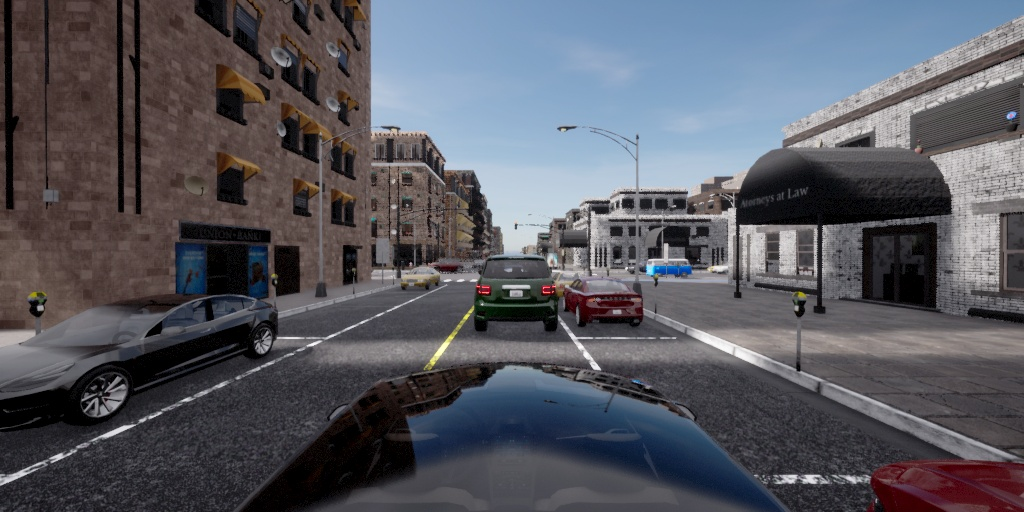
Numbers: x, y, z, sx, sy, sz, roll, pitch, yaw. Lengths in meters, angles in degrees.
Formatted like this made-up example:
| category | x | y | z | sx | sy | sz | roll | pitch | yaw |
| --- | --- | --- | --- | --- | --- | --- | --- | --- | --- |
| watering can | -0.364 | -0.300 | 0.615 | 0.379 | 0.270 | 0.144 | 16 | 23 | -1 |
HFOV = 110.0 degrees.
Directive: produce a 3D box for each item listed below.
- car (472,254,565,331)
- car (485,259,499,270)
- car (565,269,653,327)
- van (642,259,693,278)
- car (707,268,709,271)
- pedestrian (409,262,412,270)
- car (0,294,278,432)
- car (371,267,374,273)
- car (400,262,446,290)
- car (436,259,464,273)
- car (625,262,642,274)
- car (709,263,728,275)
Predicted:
| category | x | y | z | sx | sy | sz | roll | pitch | yaw |
| --- | --- | --- | --- | --- | --- | --- | --- | --- | --- |
| car | 0.105 | 0.972 | 11.076 | 2.150 | 2.045 | 5.566 | 0 | 0 | 0 |
| car | -3.046 | 1.283 | 54.813 | 1.837 | 1.490 | 4.892 | 0 | 0 | 0 |
| car | 2.697 | 1.295 | 11.404 | 1.888 | 1.381 | 4.507 | 0 | 0 | 0 |
| van | 14.682 | 1.166 | 33.558 | 3.998 | 1.789 | 1.690 | 0 | 0 | 0 |
| car | 25.518 | 1.324 | 42.010 | 4.829 | 1.417 | 1.751 | 0 | 0 | 0 |
| pedestrian | -12.595 | 1.215 | 44.699 | 0.500 | 1.100 | 0.500 | 0 | 0 | 0 |
| car | -5.688 | 1.315 | 5.720 | 1.948 | 1.339 | 4.313 | 0 | 0 | 0 |
| car | -16.453 | 1.346 | 35.938 | 4.718 | 1.301 | 1.895 | 0 | 0 | 0 |
| car | -5.674 | 1.279 | 22.639 | 1.751 | 1.417 | 4.829 | 0 | 0 | 0 |
| car | -7.805 | 1.081 | 40.500 | 4.553 | 1.767 | 2.097 | 0 | 0 | -37 |
| car | 14.957 | 1.279 | 39.358 | 4.902 | 1.511 | 2.128 | 0 | 0 | -2 |
| car | 24.799 | 1.414 | 39.412 | 4.718 | 1.301 | 1.895 | 0 | 0 | 0 |
